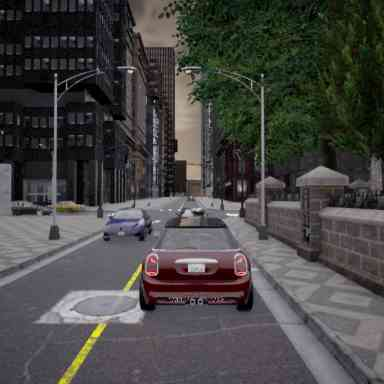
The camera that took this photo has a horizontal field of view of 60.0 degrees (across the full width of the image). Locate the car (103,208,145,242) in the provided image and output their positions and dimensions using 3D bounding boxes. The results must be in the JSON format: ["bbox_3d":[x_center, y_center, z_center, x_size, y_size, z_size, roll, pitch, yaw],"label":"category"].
[{"bbox_3d":[-3.050,1.538,16.621,1.812,1.442,4.674,0,0,0],"label":"car"}]

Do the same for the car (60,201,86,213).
[{"bbox_3d":[-14.890,1.675,38.519,4.829,1.417,1.752,0,-1,0],"label":"car"}]

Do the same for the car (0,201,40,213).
[{"bbox_3d":[-20.233,1.707,38.531,4.403,1.369,2.008,0,-1,0],"label":"car"}]

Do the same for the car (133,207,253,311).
[{"bbox_3d":[0.074,1.356,7.956,2.097,1.767,4.553,0,0,0],"label":"car"}]

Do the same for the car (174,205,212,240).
[{"bbox_3d":[0.041,1.541,18.082,1.812,1.442,4.674,0,0,0],"label":"car"}]

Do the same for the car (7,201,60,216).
[{"bbox_3d":[-14.731,1.517,29.995,4.403,1.369,2.008,0,-1,0],"label":"car"}]

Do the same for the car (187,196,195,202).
[{"bbox_3d":[-0.254,1.723,81.254,1.812,1.442,4.674,0,0,0],"label":"car"}]
